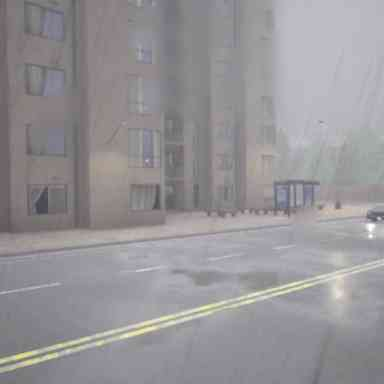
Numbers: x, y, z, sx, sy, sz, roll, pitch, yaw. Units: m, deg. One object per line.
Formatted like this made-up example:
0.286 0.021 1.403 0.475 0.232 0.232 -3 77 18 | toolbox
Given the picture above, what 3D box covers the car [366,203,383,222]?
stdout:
13.526 1.188 21.642 5.357 1.411 2.033 -1 1 -34 | car
